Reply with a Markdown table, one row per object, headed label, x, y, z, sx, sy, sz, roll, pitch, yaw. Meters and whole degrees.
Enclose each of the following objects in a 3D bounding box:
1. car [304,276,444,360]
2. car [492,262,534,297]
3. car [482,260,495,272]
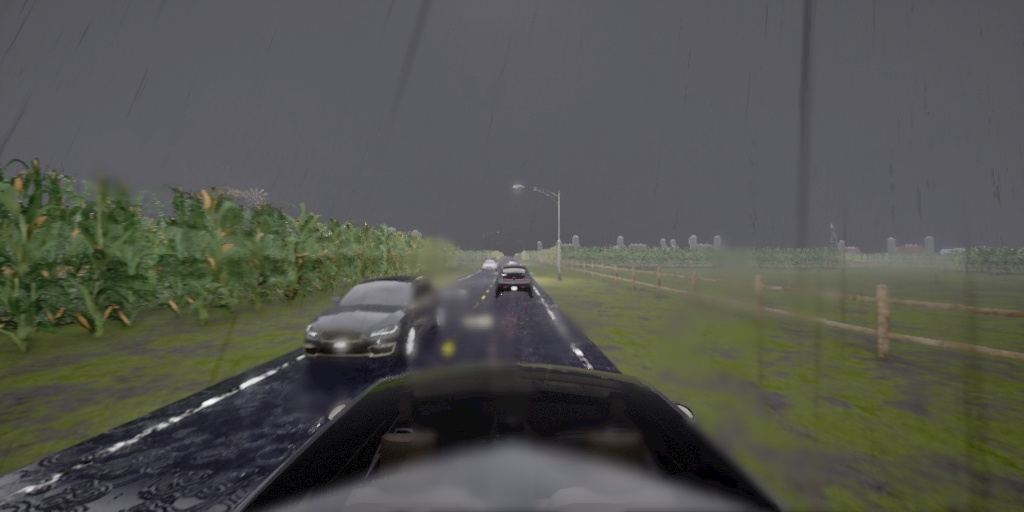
| label | x | y | z | sx | sy | sz | roll | pitch | yaw |
| --- | --- | --- | --- | --- | --- | --- | --- | --- | --- |
| car | -2.838 | 1.255 | 8.424 | 1.837 | 1.490 | 4.892 | 0 | 0 | 0 |
| car | 0.104 | 1.249 | 18.951 | 1.837 | 1.490 | 4.892 | 0 | 0 | 0 |
| car | -2.828 | 1.244 | 46.656 | 1.812 | 1.442 | 4.674 | 0 | 0 | 0 |
